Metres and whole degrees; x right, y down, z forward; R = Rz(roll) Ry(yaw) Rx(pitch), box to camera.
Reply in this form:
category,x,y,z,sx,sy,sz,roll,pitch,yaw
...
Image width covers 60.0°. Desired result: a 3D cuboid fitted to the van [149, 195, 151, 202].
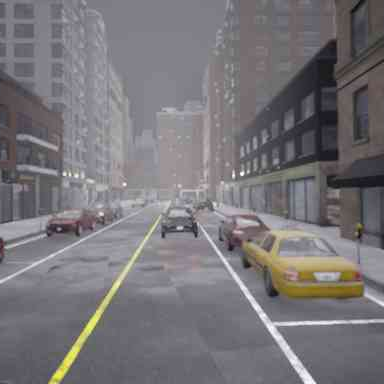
category,x,y,z,sx,sy,sz,roll,pitch,yaw
van,-8.474,1.455,57.053,1.690,1.788,3.998,0,0,-3

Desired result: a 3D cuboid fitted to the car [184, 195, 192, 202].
category,x,y,z,sx,sy,sz,roll,pitch,yaw
car,-0.985,1.558,79.355,1.967,1.590,4.097,0,0,-3

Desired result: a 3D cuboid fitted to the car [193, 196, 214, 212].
category,x,y,z,sx,sy,sz,roll,pitch,yaw
car,1.411,1.489,38.208,1.837,1.490,4.892,-1,0,-3

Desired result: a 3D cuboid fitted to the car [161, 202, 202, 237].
category,x,y,z,sx,sy,sz,roll,pitch,yaw
car,-0.682,1.519,17.881,1.812,1.442,4.674,-1,0,-3

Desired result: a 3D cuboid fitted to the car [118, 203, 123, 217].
category,x,y,z,sx,sy,sz,roll,pitch,yaw
car,-7.192,1.609,29.673,2.008,1.369,4.403,0,0,-3

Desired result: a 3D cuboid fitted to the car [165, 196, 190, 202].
category,x,y,z,sx,sy,sz,roll,pitch,yaw
car,-1.642,1.560,37.855,2.033,1.411,5.357,-1,0,-2

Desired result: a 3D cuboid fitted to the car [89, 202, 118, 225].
category,x,y,z,sx,sy,sz,roll,pitch,yaw
car,-6.934,1.493,24.197,1.967,1.590,4.097,0,0,-3

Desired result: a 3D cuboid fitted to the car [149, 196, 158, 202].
category,x,y,z,sx,sy,sz,roll,pitch,yaw
car,-9.757,1.765,84.433,1.887,1.381,4.507,0,0,-3

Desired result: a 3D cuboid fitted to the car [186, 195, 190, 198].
category,x,y,z,sx,sy,sz,roll,pitch,yaw
car,0.040,1.584,57.448,2.008,1.369,4.403,0,0,-3

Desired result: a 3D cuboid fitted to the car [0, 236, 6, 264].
category,x,y,z,sx,sy,sz,roll,pitch,yaw
car,-6.165,1.594,7.769,1.887,1.381,4.507,0,0,-3

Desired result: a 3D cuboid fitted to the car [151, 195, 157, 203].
category,x,y,z,sx,sy,sz,roll,pitch,yaw
car,-9.245,1.741,73.480,1.947,1.339,4.313,0,0,-3

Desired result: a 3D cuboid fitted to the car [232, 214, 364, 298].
category,x,y,z,sx,sy,sz,roll,pitch,yaw
car,2.342,1.495,8.330,1.752,1.417,4.829,0,0,-3

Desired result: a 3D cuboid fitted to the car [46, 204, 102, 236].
category,x,y,z,sx,sy,sz,roll,pitch,yaw
car,-6.678,1.594,18.720,1.887,1.381,4.507,0,0,-3

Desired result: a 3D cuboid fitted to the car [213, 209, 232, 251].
category,x,y,z,sx,sy,sz,roll,pitch,yaw
car,2.094,1.550,13.636,1.802,1.307,4.206,0,0,-3

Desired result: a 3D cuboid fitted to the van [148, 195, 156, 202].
category,x,y,z,sx,sy,sz,roll,pitch,yaw
van,-9.501,1.539,78.958,1.690,1.788,3.998,0,0,-3

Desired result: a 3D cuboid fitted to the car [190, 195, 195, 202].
category,x,y,z,sx,sy,sz,roll,pitch,yaw
car,1.083,1.501,45.202,1.837,1.490,4.892,-1,0,-3

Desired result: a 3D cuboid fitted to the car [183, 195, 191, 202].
category,x,y,z,sx,sy,sz,roll,pitch,yaw
car,-1.242,1.581,84.832,1.967,1.590,4.097,0,0,-3

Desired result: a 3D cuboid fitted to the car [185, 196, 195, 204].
category,x,y,z,sx,sy,sz,roll,pitch,yaw
car,-0.481,1.599,68.571,1.752,1.417,4.829,0,0,-3

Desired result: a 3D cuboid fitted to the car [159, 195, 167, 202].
category,x,y,z,sx,sy,sz,roll,pitch,yaw
car,-6.545,1.575,76.753,1.837,1.490,4.892,-1,0,-3

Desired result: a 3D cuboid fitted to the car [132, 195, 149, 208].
category,x,y,z,sx,sy,sz,roll,pitch,yaw
car,-8.210,1.622,51.406,1.752,1.417,4.829,0,0,-3
